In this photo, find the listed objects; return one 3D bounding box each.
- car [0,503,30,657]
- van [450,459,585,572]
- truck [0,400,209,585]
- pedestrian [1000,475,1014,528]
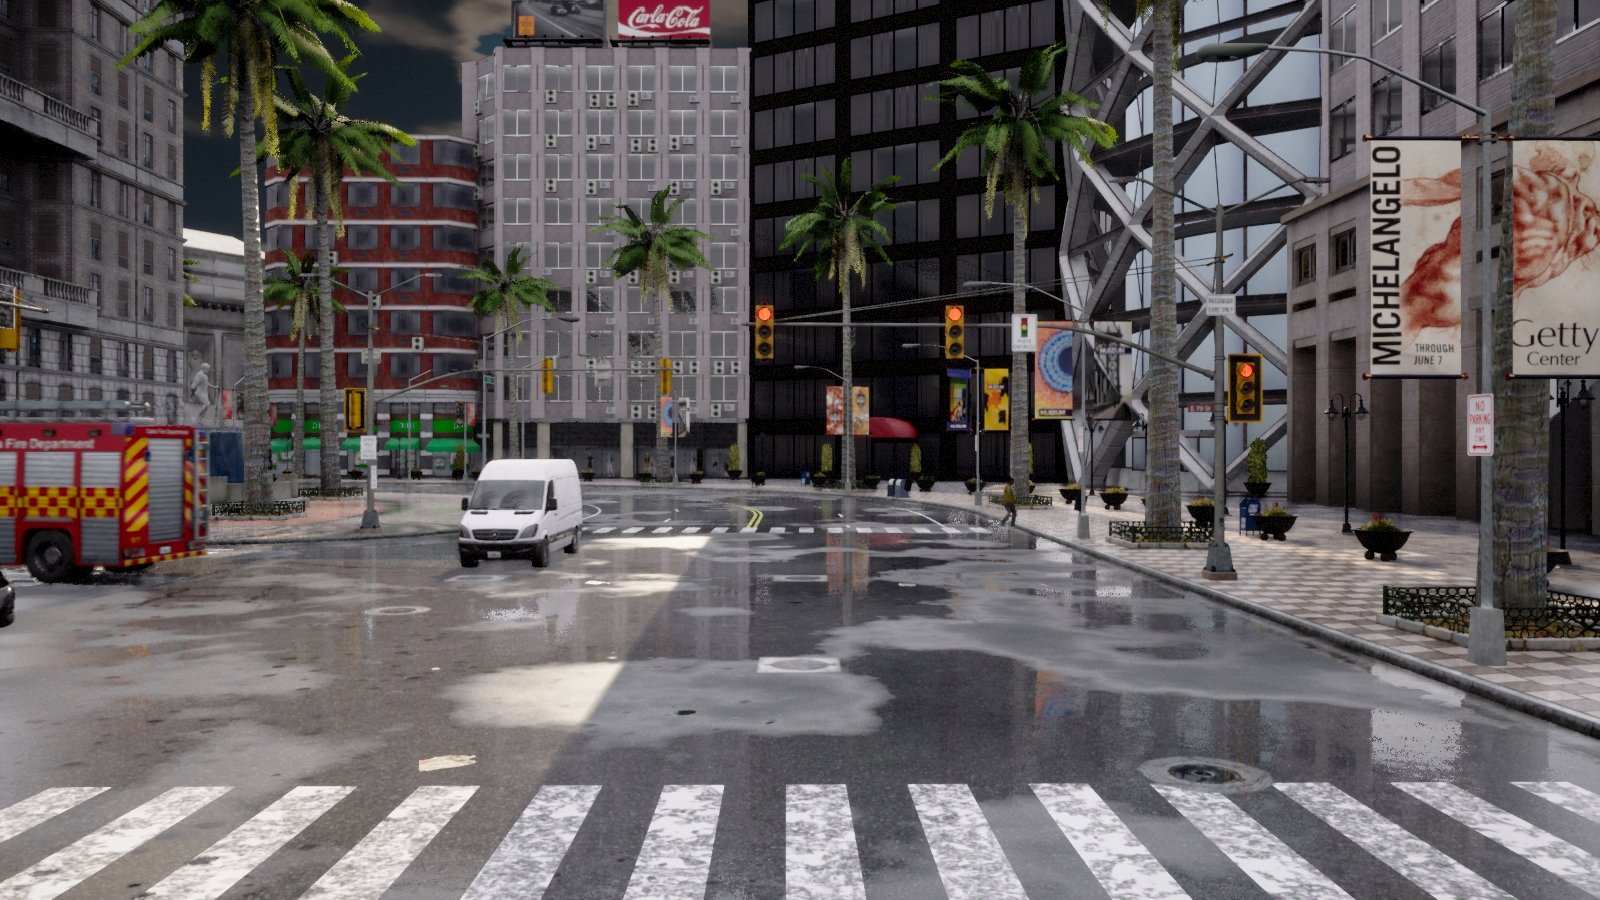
[{"bbox_3d":[-13.651,1.772,16.130,5.566,2.045,2.150,0,0,26],"label":"car"},{"bbox_3d":[-7.021,1.524,29.088,1.988,2.561,5.915,0,0,0],"label":"van"},{"bbox_3d":[-18.120,0.881,25.593,8.468,3.827,2.891,0,0,6],"label":"truck"},{"bbox_3d":[7.377,1.833,40.657,0.375,1.860,0.375,0,0,-13],"label":"pedestrian"}]
